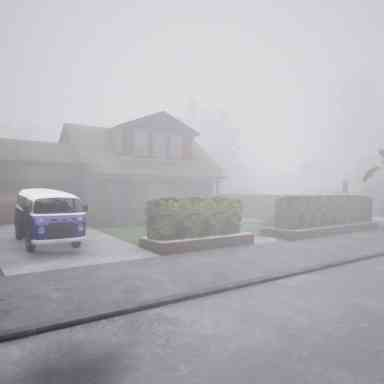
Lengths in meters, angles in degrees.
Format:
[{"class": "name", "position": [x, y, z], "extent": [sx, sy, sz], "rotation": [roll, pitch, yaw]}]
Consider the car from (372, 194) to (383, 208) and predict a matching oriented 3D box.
[{"class": "car", "position": [24.038, 0.977, 40.783], "extent": [3.866, 1.878, 1.905], "rotation": [0, 0, 0]}]
